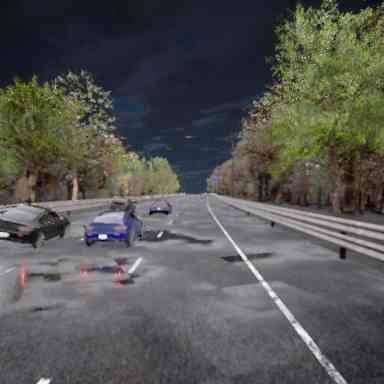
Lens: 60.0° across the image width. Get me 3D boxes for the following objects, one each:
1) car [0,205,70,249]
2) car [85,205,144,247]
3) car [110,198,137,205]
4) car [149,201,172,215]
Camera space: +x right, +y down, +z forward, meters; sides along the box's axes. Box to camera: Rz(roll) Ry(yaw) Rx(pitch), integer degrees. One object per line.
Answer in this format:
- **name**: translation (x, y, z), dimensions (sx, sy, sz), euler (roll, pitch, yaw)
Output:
- **car**: translation (-6.769, 1.318, 14.339), dimensions (1.812, 1.442, 4.674), euler (13, 1, -1)
- **car**: translation (-3.332, 1.515, 14.822), dimensions (1.812, 1.442, 4.674), euler (0, 0, 0)
- **car**: translation (-6.602, 1.387, 32.276), dimensions (1.837, 1.490, 4.892), euler (7, -2, 1)
- **car**: translation (-3.078, 1.537, 33.496), dimensions (1.994, 1.385, 4.181), euler (0, 0, 1)
